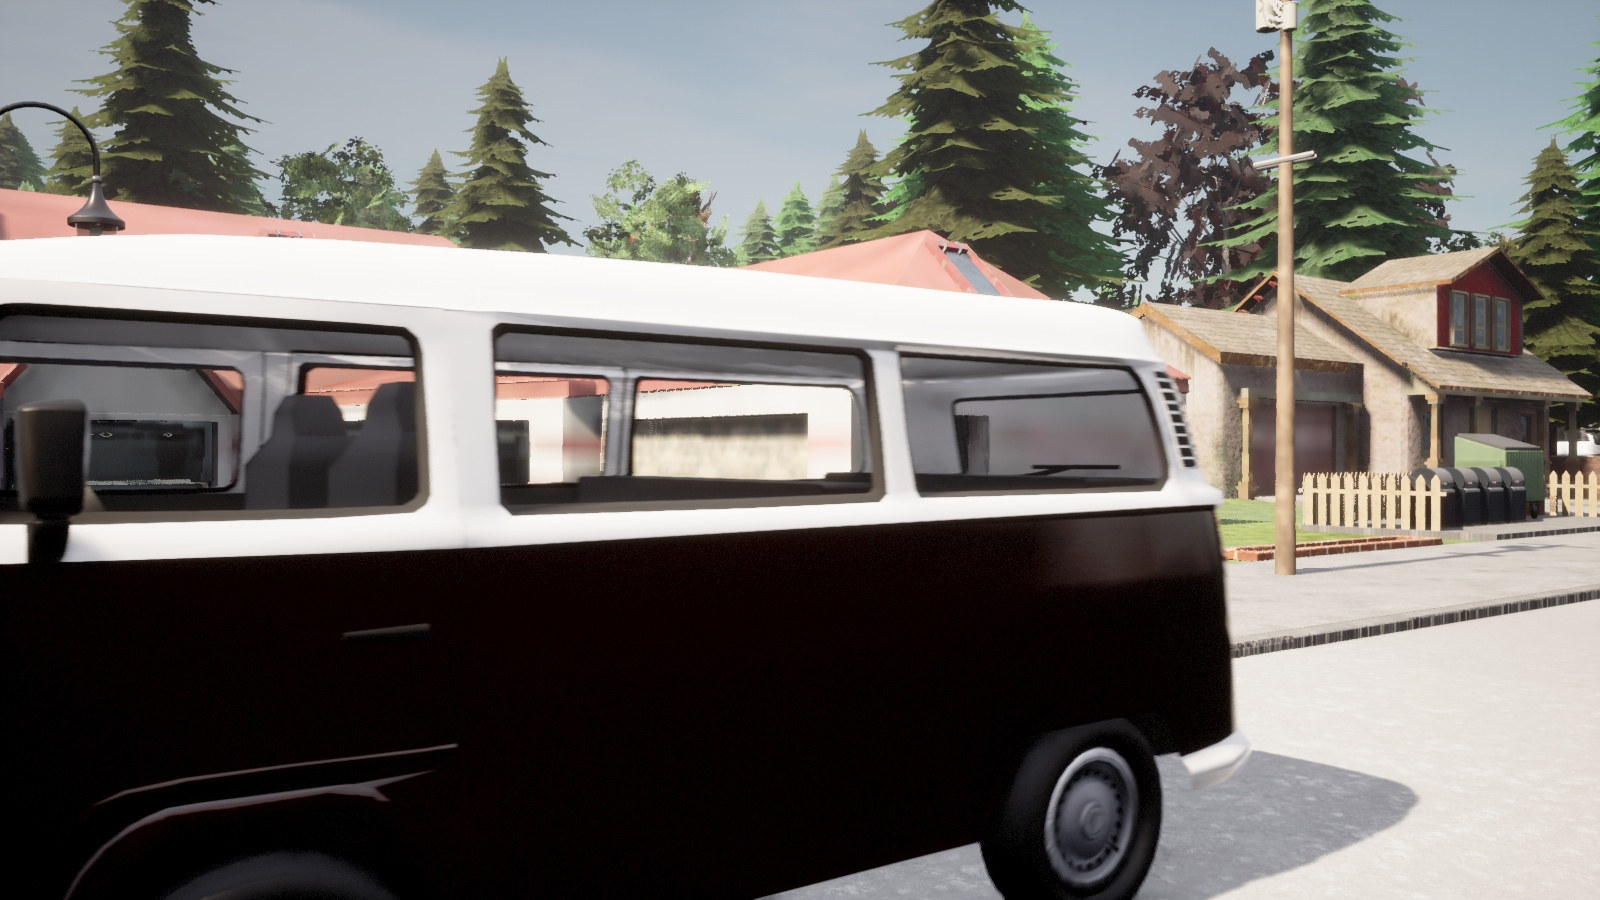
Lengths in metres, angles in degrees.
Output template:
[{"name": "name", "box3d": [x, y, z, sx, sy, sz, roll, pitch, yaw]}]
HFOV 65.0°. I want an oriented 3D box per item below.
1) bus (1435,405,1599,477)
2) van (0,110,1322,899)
[{"name": "bus", "box3d": [46.324, -0.535, 79.478, 3.944, 4.253, 10.273, 0, 0, -37]}, {"name": "van", "box3d": [-0.631, 0.479, 3.781, 4.480, 2.038, 2.069, 0, 0, -37]}]
